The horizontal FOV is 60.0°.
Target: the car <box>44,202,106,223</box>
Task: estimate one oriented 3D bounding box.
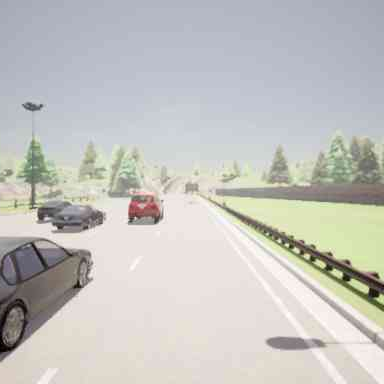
[{"bbox_3d":[-6.904,1.489,20.788,2.033,1.411,5.357,0,0,0],"label":"car"}]

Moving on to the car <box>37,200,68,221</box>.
[{"bbox_3d":[-10.405,1.432,26.176,1.837,1.490,4.892,0,0,0],"label":"car"}]

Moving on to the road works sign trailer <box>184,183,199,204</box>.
[{"bbox_3d":[-0.013,0.302,58.188,2.380,3.560,2.880,0,0,0],"label":"road works sign trailer"}]

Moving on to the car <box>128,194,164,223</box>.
[{"bbox_3d":[-3.405,1.151,25.244,2.150,2.045,5.566,0,0,0],"label":"car"}]

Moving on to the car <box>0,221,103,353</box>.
[{"bbox_3d":[-3.401,1.530,6.029,2.033,1.411,5.357,0,0,0],"label":"car"}]
